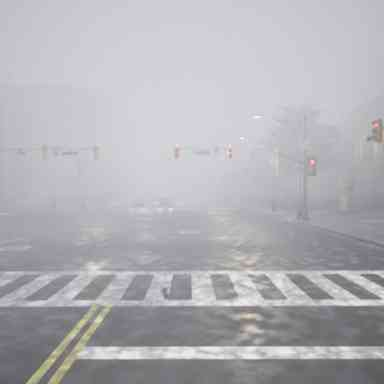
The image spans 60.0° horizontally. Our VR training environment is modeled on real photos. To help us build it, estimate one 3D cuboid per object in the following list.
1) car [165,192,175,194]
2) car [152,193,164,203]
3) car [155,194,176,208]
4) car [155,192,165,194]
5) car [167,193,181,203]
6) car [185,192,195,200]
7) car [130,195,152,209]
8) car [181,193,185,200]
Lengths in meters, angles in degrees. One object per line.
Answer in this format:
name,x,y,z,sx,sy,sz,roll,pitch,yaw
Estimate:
car,-4.780,1.421,77.606,2.033,1.411,5.357,0,0,-14
car,-7.118,1.445,66.993,2.033,1.411,5.357,0,0,0
car,-3.633,1.433,46.767,1.837,1.490,4.892,0,0,0
car,-8.330,1.407,77.298,2.128,1.511,4.902,0,0,-14
car,-3.609,1.424,66.048,1.812,1.442,4.674,0,0,1
car,-1.274,1.090,88.111,2.150,2.045,5.566,0,0,-29
car,-7.131,1.478,45.512,2.033,1.411,5.357,0,0,0
car,-4.317,1.223,86.407,2.097,1.767,4.553,0,0,-29
